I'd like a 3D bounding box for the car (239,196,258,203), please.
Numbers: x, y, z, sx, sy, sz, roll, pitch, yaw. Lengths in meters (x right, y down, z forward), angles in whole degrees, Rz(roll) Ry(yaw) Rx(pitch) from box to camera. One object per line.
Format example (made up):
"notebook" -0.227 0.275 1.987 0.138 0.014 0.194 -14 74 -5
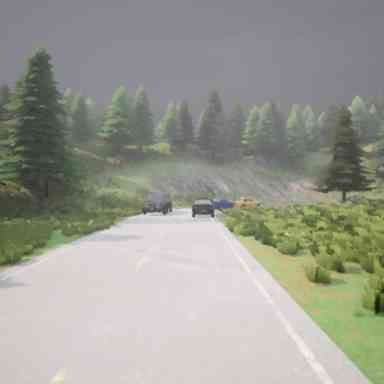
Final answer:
"car" 6.743 1.340 42.193 5.366 1.575 1.801 0 0 -39

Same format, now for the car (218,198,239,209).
"car" 3.220 1.373 38.233 1.882 1.535 5.008 0 0 32

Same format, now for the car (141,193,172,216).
"car" -3.311 1.134 32.079 2.150 2.045 5.566 -1 0 5

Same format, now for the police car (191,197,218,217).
"police car" 0.952 1.343 30.179 1.930 1.638 5.238 0 0 0
